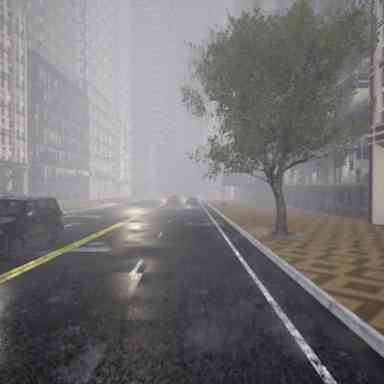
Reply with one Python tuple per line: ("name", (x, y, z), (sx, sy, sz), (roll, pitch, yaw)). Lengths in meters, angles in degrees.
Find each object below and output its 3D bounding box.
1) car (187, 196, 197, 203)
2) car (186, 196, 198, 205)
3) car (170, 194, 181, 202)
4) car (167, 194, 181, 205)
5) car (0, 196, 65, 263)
("car", (0.011, 1.396, 66.309), (1.895, 1.301, 4.718), (0, 0, 0))
("car", (0.009, 1.390, 56.424), (1.994, 1.385, 4.181), (0, 0, 0))
("car", (-3.239, 1.259, 66.277), (1.837, 1.490, 4.892), (0, 0, 0))
("car", (-3.241, 1.332, 56.083), (1.837, 1.490, 4.892), (0, 0, 0))
("car", (-6.579, 1.182, 12.186), (2.150, 2.045, 5.566), (0, 0, 0))
